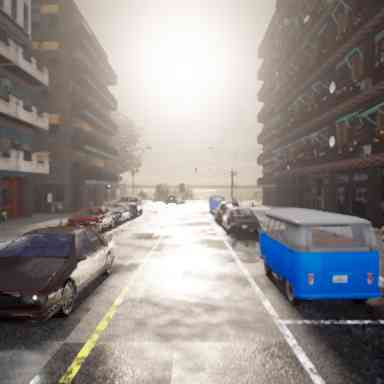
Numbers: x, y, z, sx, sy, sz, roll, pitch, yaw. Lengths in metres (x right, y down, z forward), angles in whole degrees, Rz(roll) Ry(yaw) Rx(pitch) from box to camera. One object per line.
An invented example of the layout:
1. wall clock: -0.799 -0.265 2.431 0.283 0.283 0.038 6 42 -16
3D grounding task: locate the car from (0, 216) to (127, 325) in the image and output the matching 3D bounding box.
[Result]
1. car: -3.099 1.538 7.614 2.033 1.411 5.357 0 0 0

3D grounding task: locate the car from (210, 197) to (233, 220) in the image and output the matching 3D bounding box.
1. car: 2.675 1.404 24.852 1.967 1.590 4.097 -1 0 0

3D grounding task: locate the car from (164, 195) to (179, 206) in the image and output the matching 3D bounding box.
1. car: -3.005 1.218 49.814 1.837 1.490 4.892 0 0 0

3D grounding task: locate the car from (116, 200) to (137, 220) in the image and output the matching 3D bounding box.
1. car: -5.703 1.515 24.802 2.008 1.369 4.403 -1 0 0

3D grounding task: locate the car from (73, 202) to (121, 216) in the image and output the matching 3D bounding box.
1. car: -5.703 1.518 19.137 1.887 1.381 4.507 -1 0 0

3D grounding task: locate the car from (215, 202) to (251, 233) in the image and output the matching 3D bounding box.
1. car: 2.677 1.525 19.187 2.008 1.369 4.403 -1 0 0

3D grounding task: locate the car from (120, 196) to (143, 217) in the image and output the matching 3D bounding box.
1. car: -5.707 1.269 30.466 2.192 1.841 5.009 -1 0 0

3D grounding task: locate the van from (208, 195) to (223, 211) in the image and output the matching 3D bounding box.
1. van: 2.673 1.283 36.180 1.690 1.788 3.998 -1 0 0

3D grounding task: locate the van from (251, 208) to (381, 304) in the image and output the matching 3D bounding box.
1. van: 2.676 1.332 7.856 1.690 1.788 3.998 -1 0 0
